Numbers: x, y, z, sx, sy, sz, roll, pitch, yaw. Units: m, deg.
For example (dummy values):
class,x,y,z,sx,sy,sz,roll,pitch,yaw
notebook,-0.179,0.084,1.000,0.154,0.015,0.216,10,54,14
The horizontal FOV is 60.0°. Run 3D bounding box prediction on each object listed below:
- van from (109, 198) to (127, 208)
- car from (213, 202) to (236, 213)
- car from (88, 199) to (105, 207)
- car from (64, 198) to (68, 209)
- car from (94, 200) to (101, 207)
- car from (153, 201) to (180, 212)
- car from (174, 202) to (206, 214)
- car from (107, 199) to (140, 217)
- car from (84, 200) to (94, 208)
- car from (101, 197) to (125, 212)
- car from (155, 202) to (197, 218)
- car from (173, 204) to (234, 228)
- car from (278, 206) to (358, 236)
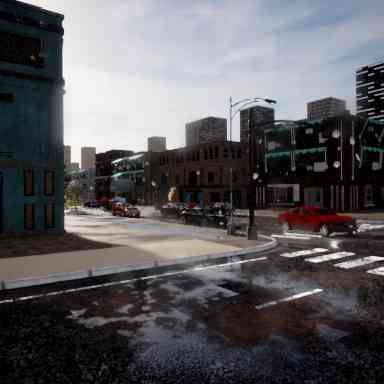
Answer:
class,x,y,z,sx,sy,sz,roll,pitch,yaw
van,-13.133,1.906,58.890,1.690,1.788,3.998,-1,0,-35
car,2.870,1.809,36.308,2.008,1.369,4.403,-2,0,-35
car,-19.528,2.227,67.923,1.887,1.381,4.507,-1,0,-35
car,-23.067,2.232,58.422,1.752,1.417,4.829,-1,0,-35
car,-16.334,1.939,63.407,2.192,1.841,5.009,-1,0,-35
car,-3.528,1.965,45.341,1.802,1.307,4.206,-2,0,-35
car,-0.329,1.903,40.825,1.802,1.307,4.206,-2,0,-35
car,-7.169,1.846,35.978,1.967,1.590,4.097,-1,0,-35
car,-19.270,2.229,63.093,1.994,1.385,4.181,-1,0,-35
car,-10.038,1.830,44.555,2.097,1.767,4.553,-1,0,-35
car,-1.253,1.792,32.129,2.128,1.511,4.902,-1,0,-35
car,0.757,1.814,24.585,1.947,1.339,4.313,-1,0,-35
car,7.070,1.578,19.164,1.882,1.535,5.008,0,-2,-24
